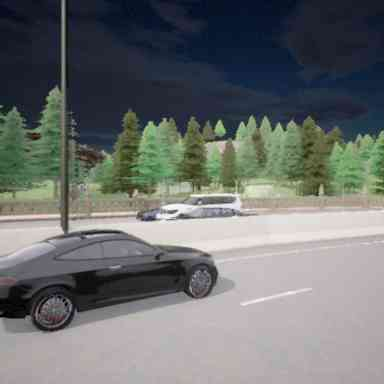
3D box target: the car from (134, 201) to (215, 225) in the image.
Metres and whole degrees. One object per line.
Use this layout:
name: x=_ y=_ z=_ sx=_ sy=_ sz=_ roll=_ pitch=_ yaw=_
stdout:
car: x=-1.179 y=1.436 z=23.502 sx=5.357 sy=1.411 sz=2.033 roll=0 pitch=0 yaw=-28

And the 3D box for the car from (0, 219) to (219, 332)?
car: x=-1.609 y=1.491 z=6.703 sx=4.674 sy=1.442 sz=1.812 roll=0 pitch=0 yaw=-34

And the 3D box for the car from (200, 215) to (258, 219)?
car: x=0.955 y=1.470 z=16.699 sx=5.357 sy=1.411 sz=2.033 roll=0 pitch=0 yaw=-29
